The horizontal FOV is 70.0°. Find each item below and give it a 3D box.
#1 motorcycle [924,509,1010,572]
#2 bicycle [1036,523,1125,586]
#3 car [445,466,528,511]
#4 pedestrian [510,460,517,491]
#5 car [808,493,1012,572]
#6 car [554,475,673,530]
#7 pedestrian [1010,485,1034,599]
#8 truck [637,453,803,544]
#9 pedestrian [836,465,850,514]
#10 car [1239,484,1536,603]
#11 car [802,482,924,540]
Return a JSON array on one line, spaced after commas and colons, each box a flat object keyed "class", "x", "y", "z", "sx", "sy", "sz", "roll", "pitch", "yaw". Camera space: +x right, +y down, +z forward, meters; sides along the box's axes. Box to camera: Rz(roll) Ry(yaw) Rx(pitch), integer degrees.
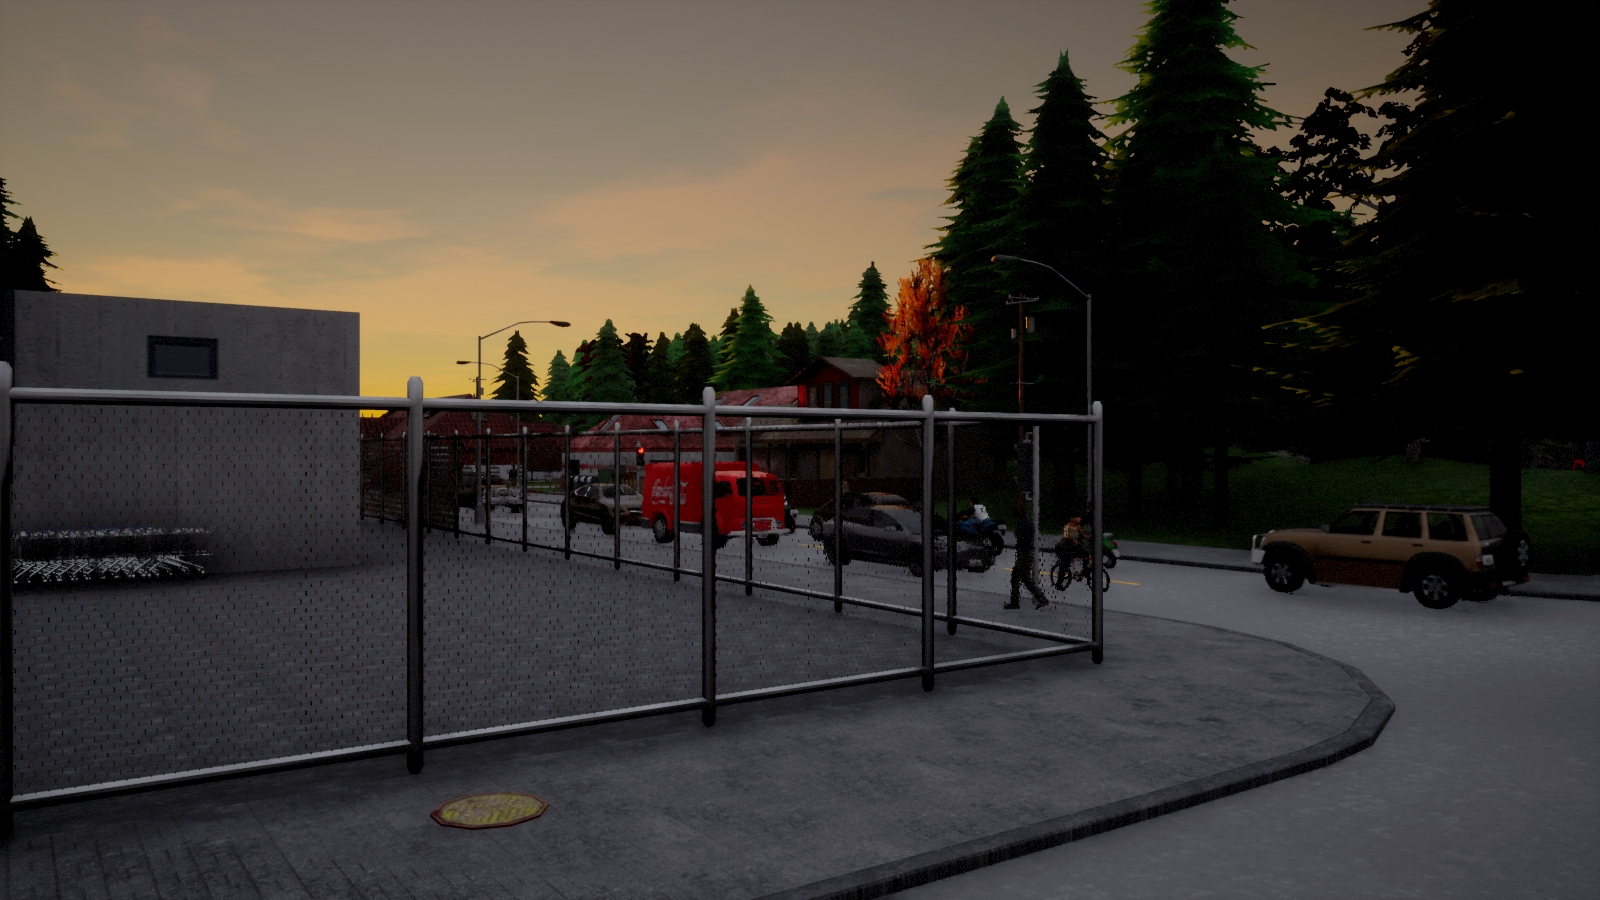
[{"class": "motorcycle", "x": 3.660, "y": 1.959, "z": 25.125, "sx": 0.856, "sy": 1.236, "sz": 1.805, "roll": 0, "pitch": 0, "yaw": -35}, {"class": "bicycle", "x": 5.501, "y": 2.033, "z": 22.478, "sx": 0.859, "sy": 1.080, "sz": 1.487, "roll": 0, "pitch": 0, "yaw": -35}, {"class": "car", "x": -13.860, "y": 1.641, "z": 50.306, "sx": 1.932, "sy": 1.855, "sz": 4.605, "roll": 0, "pitch": 0, "yaw": -37}, {"class": "pedestrian", "x": -17.285, "y": 1.519, "z": 68.955, "sx": 0.375, "sy": 1.860, "sz": 0.375, "roll": 0, "pitch": 0, "yaw": -7}, {"class": "car", "x": 2.468, "y": 1.840, "z": 26.823, "sx": 2.163, "sy": 1.488, "sz": 4.792, "roll": 0, "pitch": 0, "yaw": -35}, {"class": "car", "x": -6.576, "y": 1.769, "z": 39.829, "sx": 2.152, "sy": 1.651, "sz": 5.027, "roll": 0, "pitch": 0, "yaw": -35}, {"class": "pedestrian", "x": 3.694, "y": 1.515, "z": 19.004, "sx": 0.375, "sy": 1.860, "sz": 0.375, "roll": 0, "pitch": 0, "yaw": 11}, {"class": "truck", "x": -2.483, "y": 1.356, "z": 33.918, "sx": 2.627, "sy": 2.467, "sz": 5.204, "roll": 0, "pitch": -1, "yaw": -35}, {"class": "pedestrian", "x": 1.661, "y": 1.521, "z": 44.304, "sx": 0.375, "sy": 1.860, "sz": 0.375, "roll": 0, "pitch": 0, "yaw": -34}, {"class": "car", "x": 10.929, "y": 1.640, "z": 21.588, "sx": 1.932, "sy": 1.855, "sz": 4.605, "roll": 0, "pitch": 0, "yaw": -37}, {"class": "car", "x": 1.867, "y": 1.802, "z": 34.631, "sx": 1.789, "sy": 1.549, "sz": 3.705, "roll": 0, "pitch": 0, "yaw": -35}]
